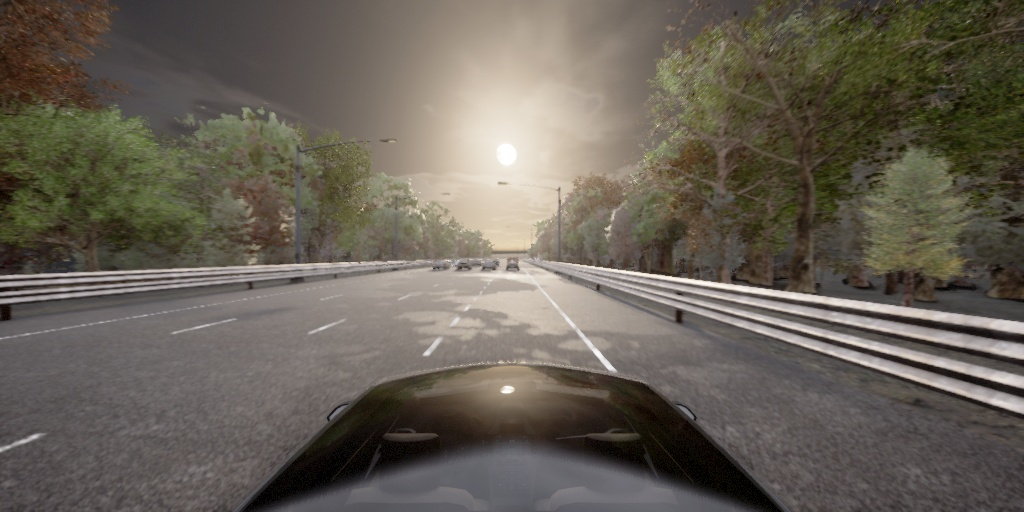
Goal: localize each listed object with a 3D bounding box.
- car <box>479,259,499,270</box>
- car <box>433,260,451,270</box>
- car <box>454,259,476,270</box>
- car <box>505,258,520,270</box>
[{"bbox_3d":[-3.418,1.388,53.795,1.994,1.385,4.181,0,0,0],"label":"car"},{"bbox_3d":[-10.420,1.355,53.206,2.033,1.411,5.357,0,0,0],"label":"car"},{"bbox_3d":[-6.919,1.321,53.253,1.837,1.490,4.892,0,0,0],"label":"car"},{"bbox_3d":[0.081,1.357,53.618,1.812,1.442,4.674,0,0,0],"label":"car"}]
